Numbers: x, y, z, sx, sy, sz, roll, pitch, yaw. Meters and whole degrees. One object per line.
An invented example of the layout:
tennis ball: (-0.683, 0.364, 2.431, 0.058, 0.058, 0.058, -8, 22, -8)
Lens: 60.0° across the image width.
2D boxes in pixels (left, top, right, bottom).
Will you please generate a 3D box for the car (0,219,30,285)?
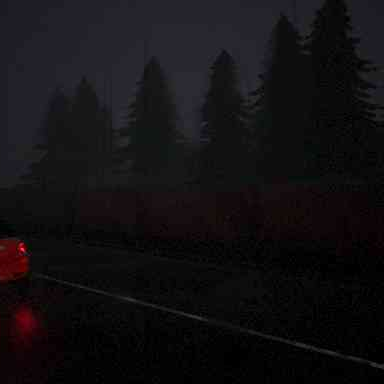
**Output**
car: (-6.092, 1.356, 8.336, 4.553, 1.767, 2.097, 1, 0, 36)
